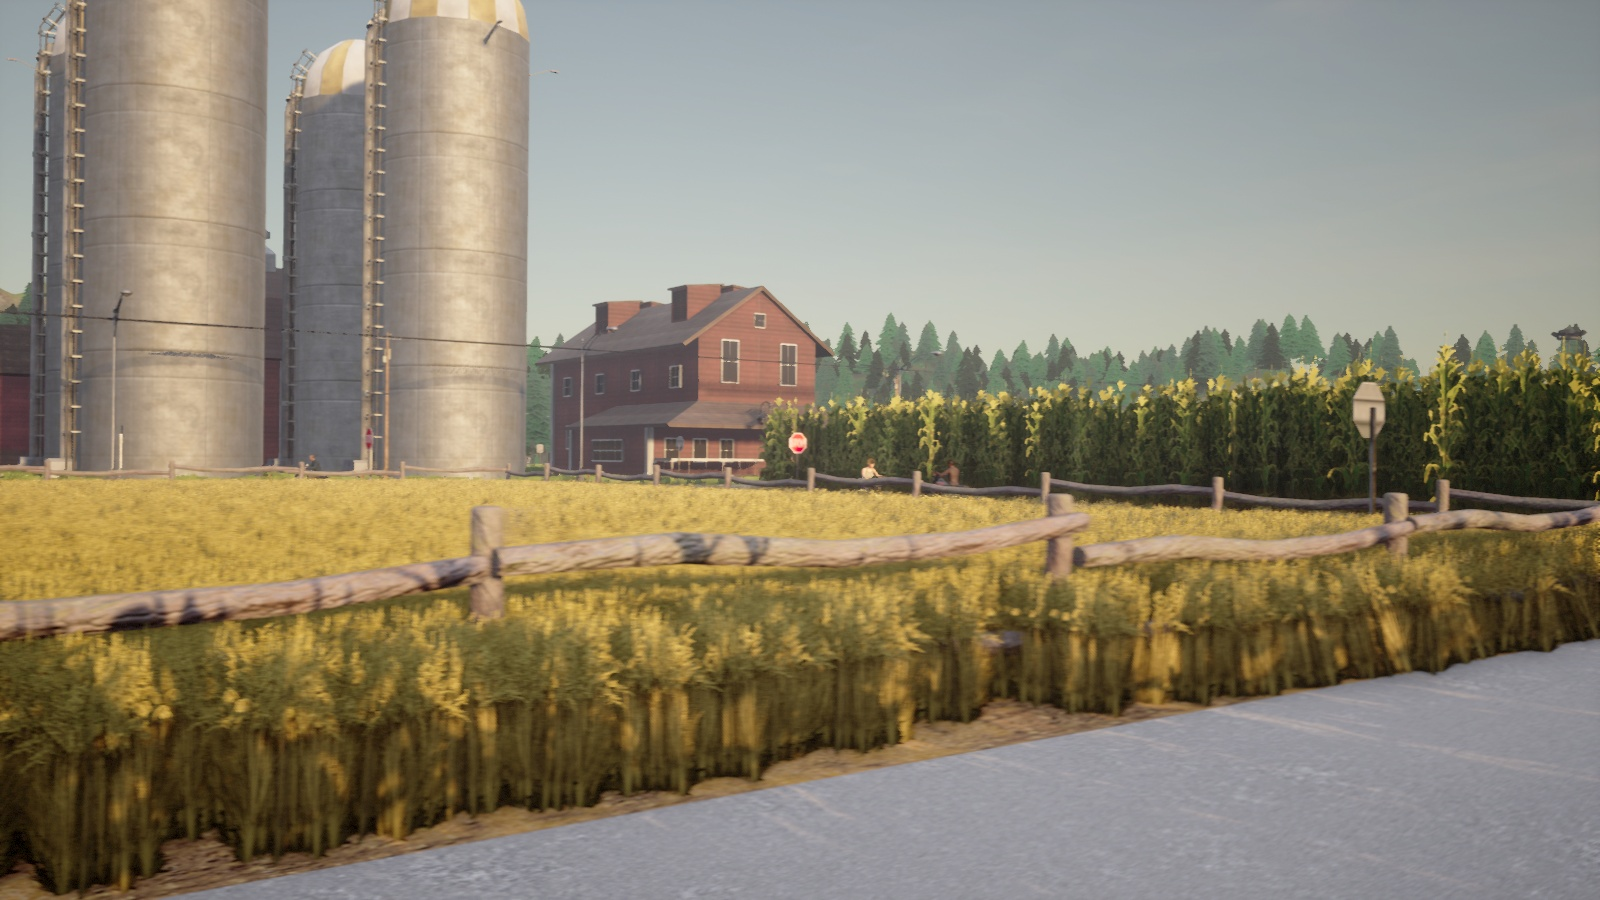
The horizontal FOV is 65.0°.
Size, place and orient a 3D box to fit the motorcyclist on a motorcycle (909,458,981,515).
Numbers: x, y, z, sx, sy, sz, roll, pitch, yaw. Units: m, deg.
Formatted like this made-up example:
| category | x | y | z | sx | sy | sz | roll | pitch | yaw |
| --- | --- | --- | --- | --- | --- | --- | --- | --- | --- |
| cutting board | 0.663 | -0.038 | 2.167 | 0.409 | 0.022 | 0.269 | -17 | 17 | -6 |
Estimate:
| category | x | y | z | sx | sy | sz | roll | pitch | yaw |
| --- | --- | --- | --- | --- | --- | --- | --- | --- | --- |
| motorcyclist on a motorcycle | 4.310 | 1.074 | 37.489 | 0.766 | 1.649 | 2.350 | 1 | -1 | -35 |
